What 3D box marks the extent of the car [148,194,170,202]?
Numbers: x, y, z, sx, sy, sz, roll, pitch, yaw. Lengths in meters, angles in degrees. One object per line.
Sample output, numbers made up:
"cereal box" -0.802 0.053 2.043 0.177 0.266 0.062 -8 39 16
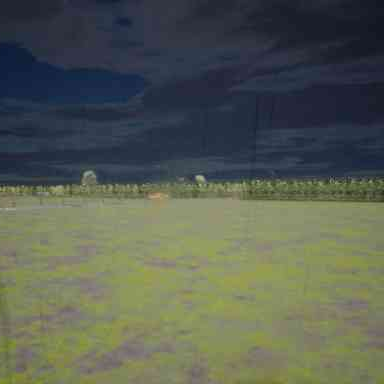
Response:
"car" -6.433 1.053 64.697 1.882 1.535 5.008 0 0 37
